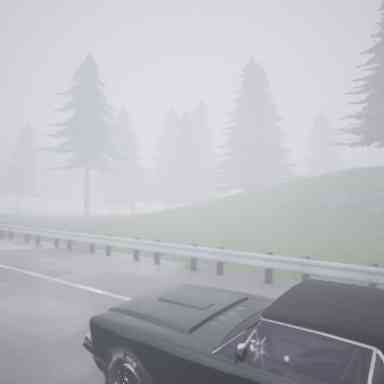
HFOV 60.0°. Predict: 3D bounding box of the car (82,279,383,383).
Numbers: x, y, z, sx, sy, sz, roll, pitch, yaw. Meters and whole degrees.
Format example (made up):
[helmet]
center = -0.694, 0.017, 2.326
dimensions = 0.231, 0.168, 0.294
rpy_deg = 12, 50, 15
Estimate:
[car]
center = 1.080, 1.600, 3.223
dimensions = 4.718, 1.301, 1.895
rpy_deg = 0, 0, 35
